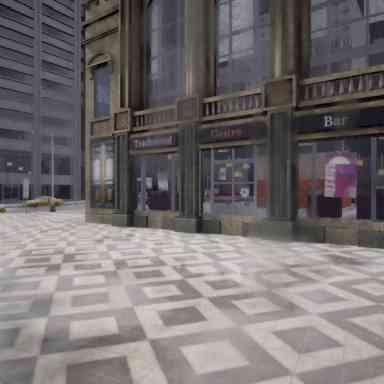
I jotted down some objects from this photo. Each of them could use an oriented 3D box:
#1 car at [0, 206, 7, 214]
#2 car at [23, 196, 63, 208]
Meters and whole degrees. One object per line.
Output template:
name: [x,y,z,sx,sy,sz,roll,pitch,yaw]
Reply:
car: [-18.097,1.342,27.718,1.752,1.417,4.829,1,2,36]
car: [-18.577,1.145,41.619,1.752,1.417,4.829,1,2,36]
